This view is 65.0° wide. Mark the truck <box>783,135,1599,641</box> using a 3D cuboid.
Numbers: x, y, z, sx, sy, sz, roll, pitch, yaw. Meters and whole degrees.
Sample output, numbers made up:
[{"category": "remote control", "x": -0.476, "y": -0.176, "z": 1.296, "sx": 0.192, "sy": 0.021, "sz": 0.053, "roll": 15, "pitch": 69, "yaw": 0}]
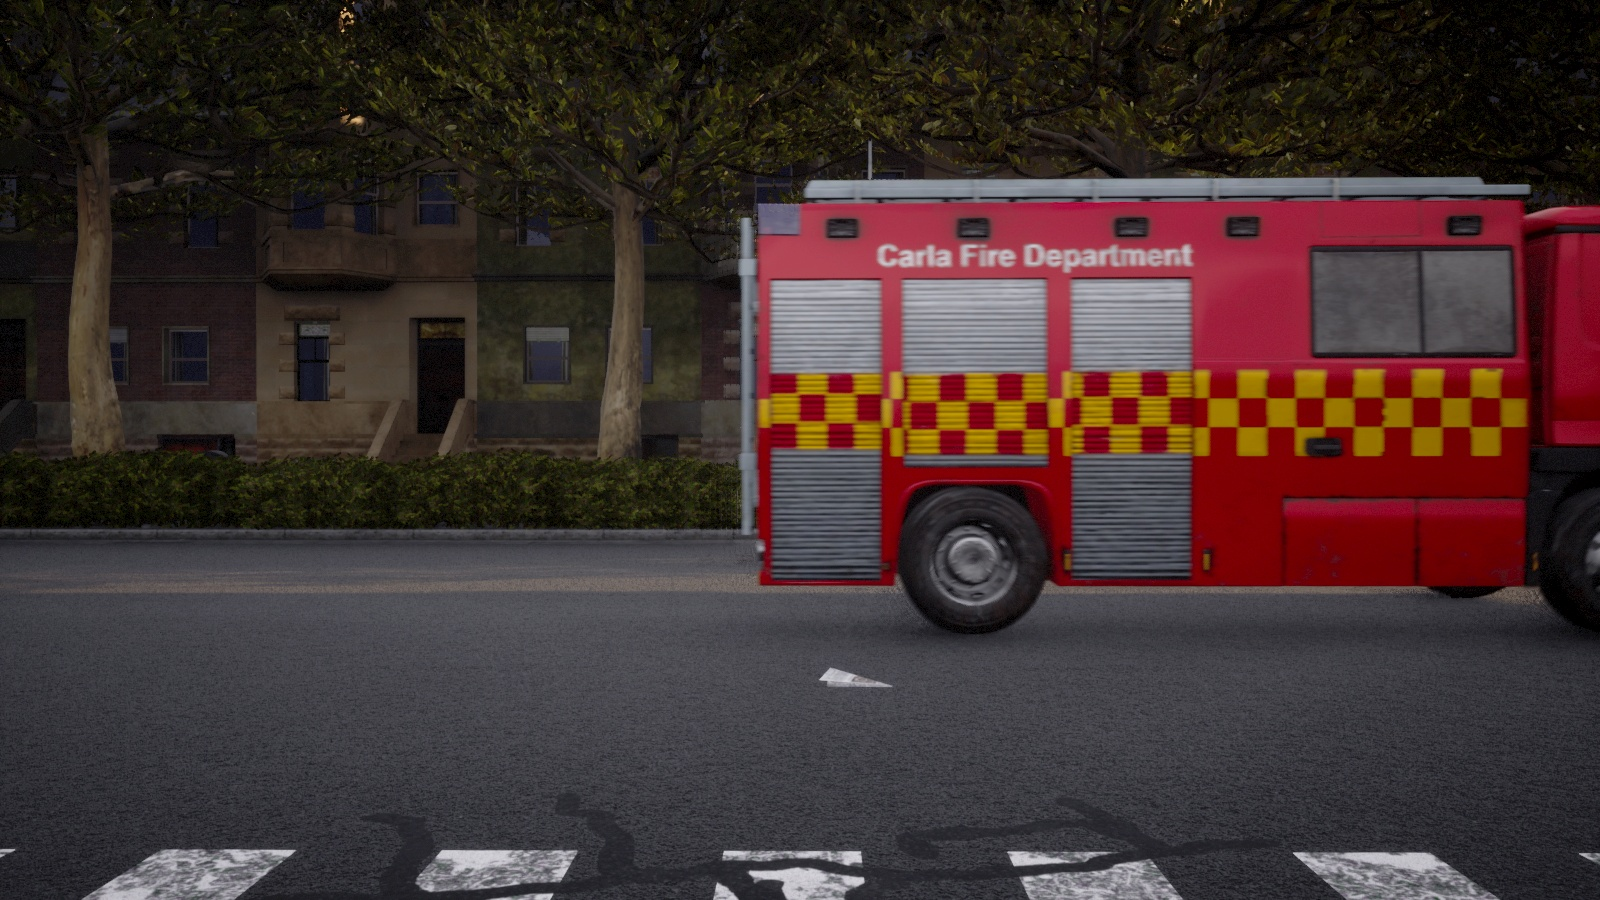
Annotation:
[{"category": "truck", "x": 4.131, "y": -0.477, "z": 10.989, "sx": 8.468, "sy": 3.827, "sz": 2.891, "roll": 0, "pitch": 0, "yaw": 1}]
